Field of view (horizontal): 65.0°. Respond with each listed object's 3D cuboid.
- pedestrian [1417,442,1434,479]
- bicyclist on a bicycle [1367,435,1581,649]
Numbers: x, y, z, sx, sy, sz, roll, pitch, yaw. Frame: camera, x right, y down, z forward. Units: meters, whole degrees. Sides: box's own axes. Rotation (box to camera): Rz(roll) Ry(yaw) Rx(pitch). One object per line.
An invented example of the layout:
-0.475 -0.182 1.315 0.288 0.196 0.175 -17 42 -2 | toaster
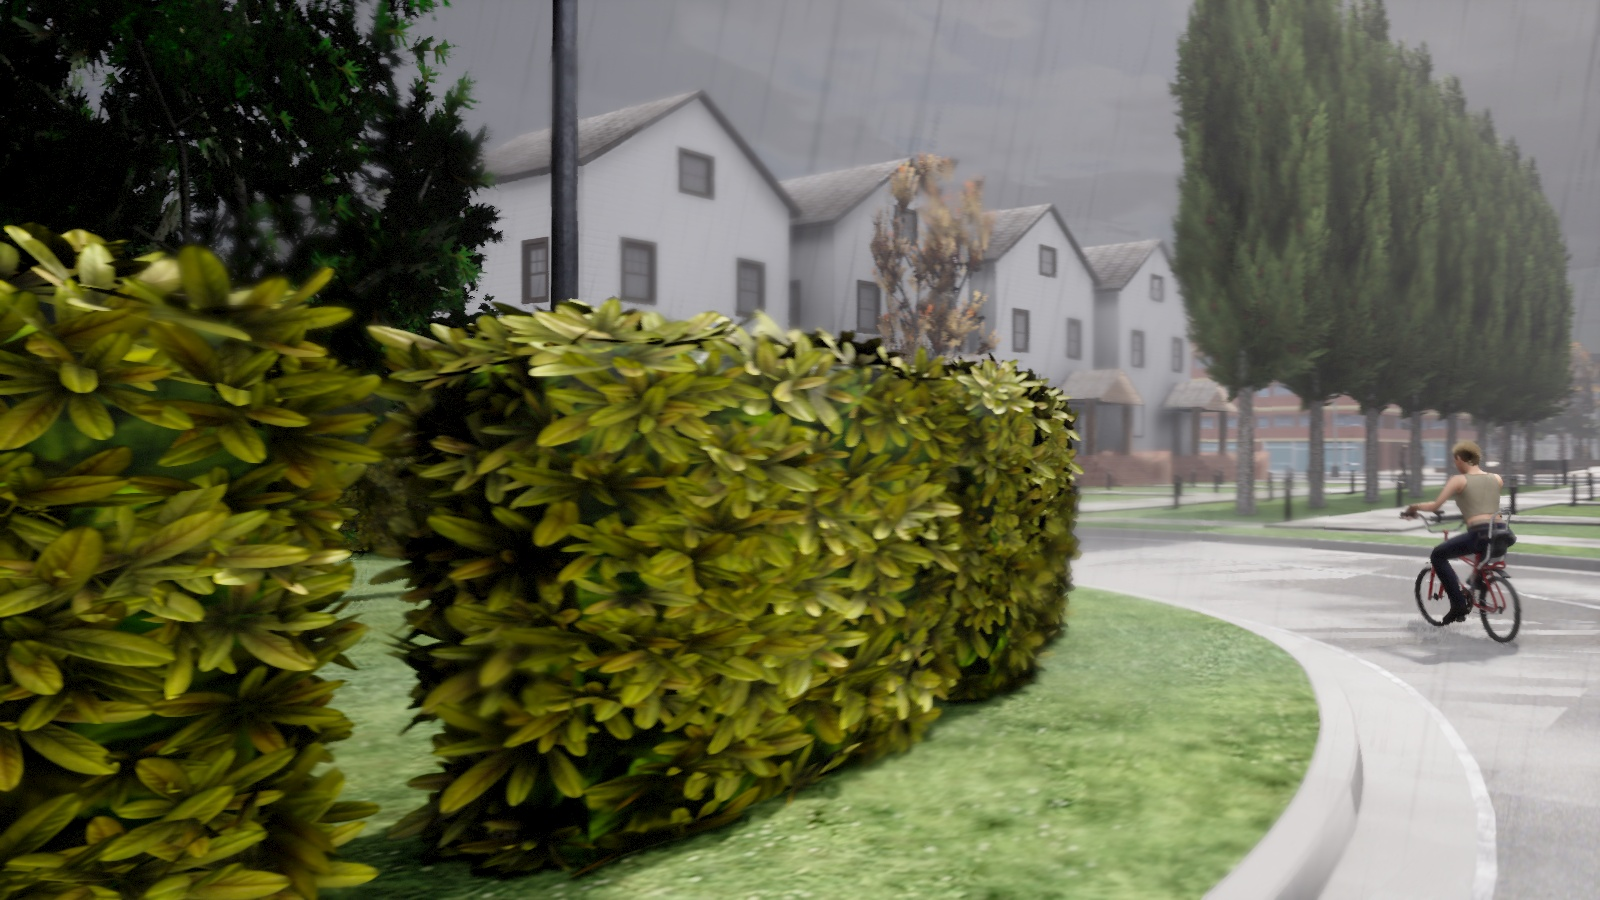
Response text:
30.894 0.519 62.011 0.694 1.848 0.540 0 0 35 | pedestrian
5.525 0.709 10.408 0.866 1.612 1.509 -2 0 -2 | bicyclist on a bicycle
